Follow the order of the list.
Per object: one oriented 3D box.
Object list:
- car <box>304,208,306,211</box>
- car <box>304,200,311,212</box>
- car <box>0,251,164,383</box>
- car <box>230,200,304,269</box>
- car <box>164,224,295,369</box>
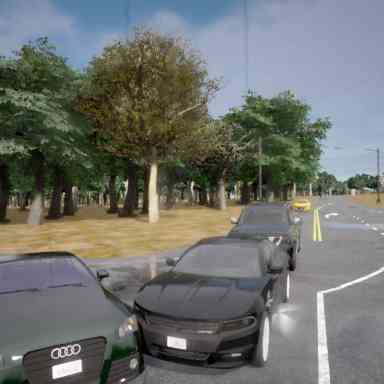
[{"bbox_3d":[5.043,1.775,18.359,1.895,1.301,4.718,-1,0,21],"label":"car"},{"bbox_3d":[14.042,1.705,42.324,1.882,1.535,5.008,-1,0,22],"label":"car"},{"bbox_3d":[-2.323,1.643,5.002,1.994,1.385,4.181,2,-2,-33],"label":"car"},{"bbox_3d":[2.828,1.460,12.451,2.150,2.045,5.566,-2,0,20],"label":"car"},{"bbox_3d":[0.720,1.614,6.306,1.882,1.535,5.008,-1,-2,21],"label":"car"}]
